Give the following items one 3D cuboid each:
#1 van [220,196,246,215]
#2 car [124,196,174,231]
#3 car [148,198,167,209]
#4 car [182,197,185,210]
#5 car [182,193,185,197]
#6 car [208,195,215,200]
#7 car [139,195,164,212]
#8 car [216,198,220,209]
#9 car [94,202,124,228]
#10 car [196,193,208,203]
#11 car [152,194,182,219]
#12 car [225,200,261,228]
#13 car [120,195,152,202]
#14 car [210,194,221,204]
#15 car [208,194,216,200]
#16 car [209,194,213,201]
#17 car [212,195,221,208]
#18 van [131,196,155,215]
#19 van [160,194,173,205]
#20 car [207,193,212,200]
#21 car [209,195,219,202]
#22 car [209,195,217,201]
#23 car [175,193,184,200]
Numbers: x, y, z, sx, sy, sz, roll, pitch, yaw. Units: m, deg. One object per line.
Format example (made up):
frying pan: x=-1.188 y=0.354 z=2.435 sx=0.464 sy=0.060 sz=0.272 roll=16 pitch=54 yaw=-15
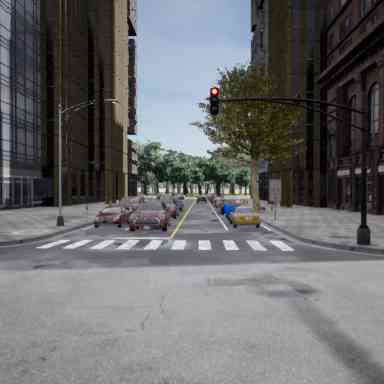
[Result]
van: x=3.540 y=1.316 z=27.383 sx=1.690 sy=1.788 sz=3.998 roll=-1 pitch=0 yaw=2
car: x=-2.452 y=1.337 z=20.183 sx=2.097 sy=1.767 sz=4.553 roll=0 pitch=0 yaw=0
car: x=-4.519 y=1.491 z=44.639 sx=2.008 sy=1.369 sz=4.403 roll=-1 pitch=0 yaw=2
car: x=-1.993 y=1.554 z=39.109 sx=1.895 sy=1.301 sz=4.718 roll=0 pitch=0 yaw=2
car: x=-3.444 y=1.375 z=84.381 sx=1.887 sy=1.381 sz=4.507 roll=0 pitch=0 yaw=2
car: x=5.232 y=1.379 z=89.832 sx=1.947 sy=1.339 sz=4.313 roll=0 pitch=0 yaw=2
car: x=-4.675 y=1.269 z=38.961 sx=2.192 sy=1.841 sz=5.009 roll=-1 pitch=0 yaw=2
car: x=3.696 y=1.531 z=33.061 sx=1.947 sy=1.339 sz=4.313 roll=-1 pitch=0 yaw=2
car: x=-5.133 y=1.565 z=21.927 sx=1.802 sy=1.307 sz=4.206 roll=-1 pitch=0 yaw=2
car: x=1.926 y=1.389 z=65.851 sx=1.837 sy=1.490 sz=4.892 roll=0 pitch=0 yaw=2
car: x=-2.270 y=1.324 z=28.993 sx=2.097 sy=1.767 sz=4.553 roll=0 pitch=0 yaw=2
car: x=3.393 y=1.508 z=21.875 sx=1.752 sy=1.417 sz=4.829 roll=-1 pitch=0 yaw=2
car: x=-4.983 y=1.290 z=27.605 sx=2.192 sy=1.841 sz=5.009 roll=-1 pitch=0 yaw=2
car: x=4.157 y=1.471 z=50.092 sx=1.887 sy=1.381 sz=4.507 roll=-1 pitch=0 yaw=2
car: x=5.082 y=1.355 z=84.324 sx=1.752 sy=1.417 sz=4.829 roll=0 pitch=0 yaw=2
car: x=4.310 y=1.462 z=55.769 sx=2.008 sy=1.369 sz=4.403 roll=-1 pitch=0 yaw=2
car: x=4.008 y=1.466 z=44.585 sx=1.752 sy=1.417 sz=4.829 roll=-1 pitch=0 yaw=2
van: x=-4.828 y=1.306 z=33.283 sx=1.690 sy=1.788 sz=3.998 roll=-1 pitch=0 yaw=2
van: x=-4.214 y=1.252 z=55.993 sx=1.690 sy=1.788 sz=3.998 roll=0 pitch=0 yaw=2
car: x=4.462 y=1.211 z=61.446 sx=2.192 sy=1.841 sz=5.009 roll=-1 pitch=0 yaw=2
car: x=4.771 y=1.415 z=72.800 sx=2.008 sy=1.369 sz=4.403 roll=0 pitch=0 yaw=2
car: x=4.925 y=1.429 z=78.478 sx=1.802 sy=1.307 sz=4.206 roll=0 pitch=0 yaw=2
car: x=-3.293 y=1.128 z=90.058 sx=2.192 sy=1.841 sz=5.009 roll=0 pitch=0 yaw=2
